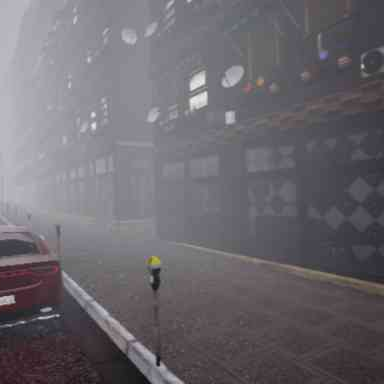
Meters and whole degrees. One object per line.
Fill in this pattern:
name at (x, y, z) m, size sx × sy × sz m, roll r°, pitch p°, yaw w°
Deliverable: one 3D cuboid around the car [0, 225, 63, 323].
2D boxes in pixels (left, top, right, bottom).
car at (-4.100, 1.445, 6.982) m, size 1.882 × 1.535 × 5.008 m, roll -2°, pitch 1°, yaw -33°
